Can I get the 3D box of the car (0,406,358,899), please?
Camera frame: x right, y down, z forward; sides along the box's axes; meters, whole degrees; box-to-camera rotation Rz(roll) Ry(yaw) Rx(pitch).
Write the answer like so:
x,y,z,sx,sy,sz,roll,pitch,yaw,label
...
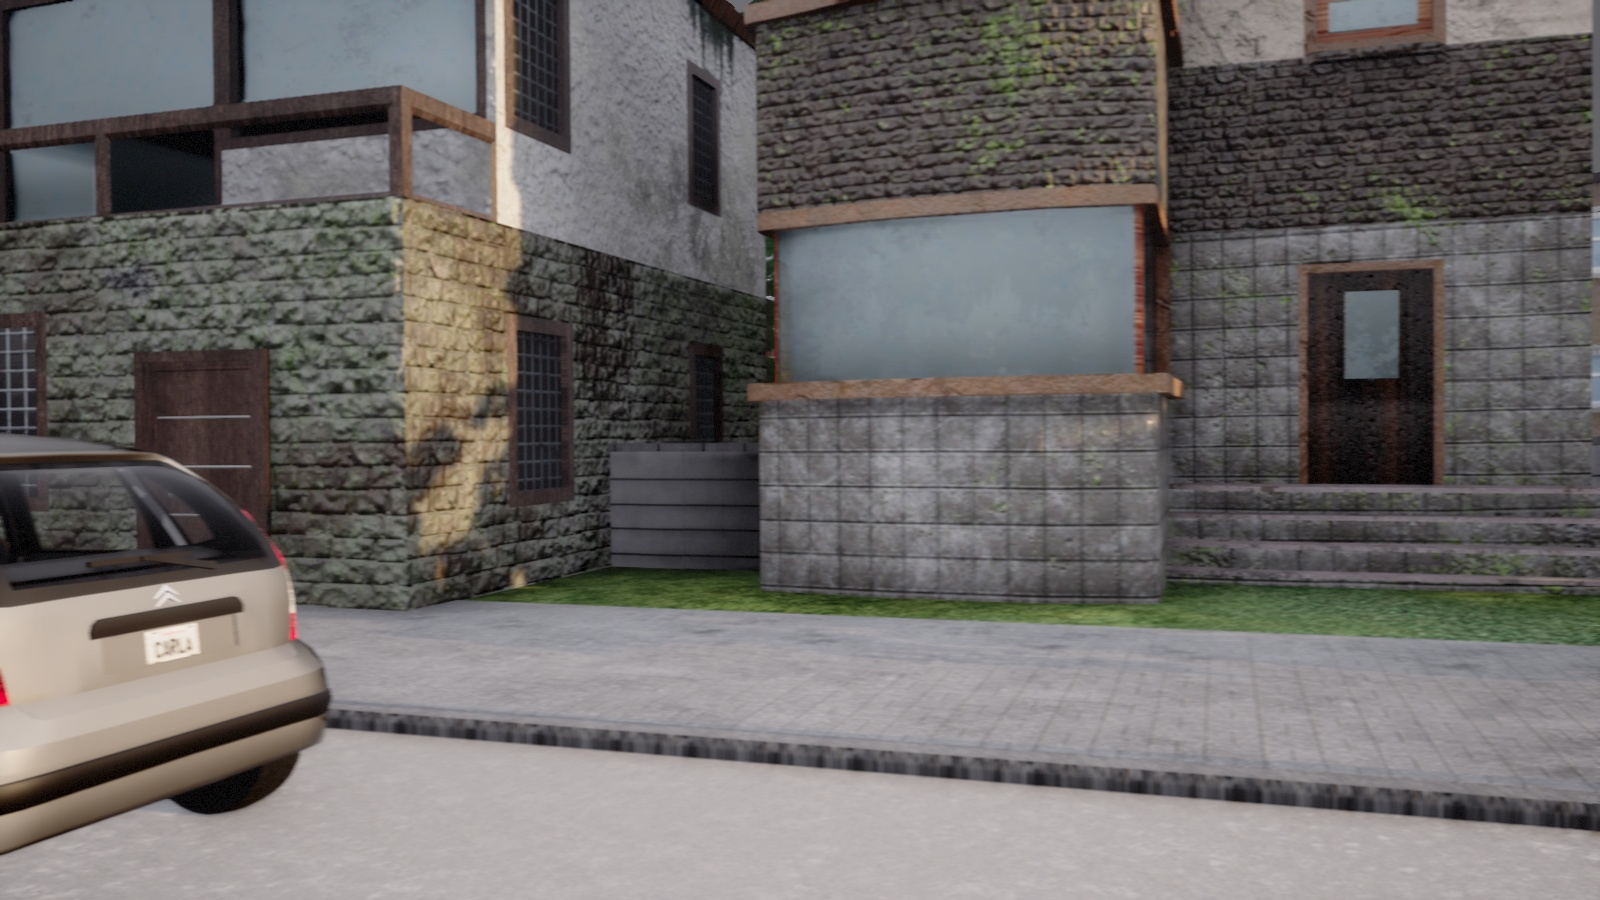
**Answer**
x,y,z,sx,sy,sz,roll,pitch,yaw,label
-4.067,0.658,5.088,3.988,1.617,1.851,0,1,19,car
